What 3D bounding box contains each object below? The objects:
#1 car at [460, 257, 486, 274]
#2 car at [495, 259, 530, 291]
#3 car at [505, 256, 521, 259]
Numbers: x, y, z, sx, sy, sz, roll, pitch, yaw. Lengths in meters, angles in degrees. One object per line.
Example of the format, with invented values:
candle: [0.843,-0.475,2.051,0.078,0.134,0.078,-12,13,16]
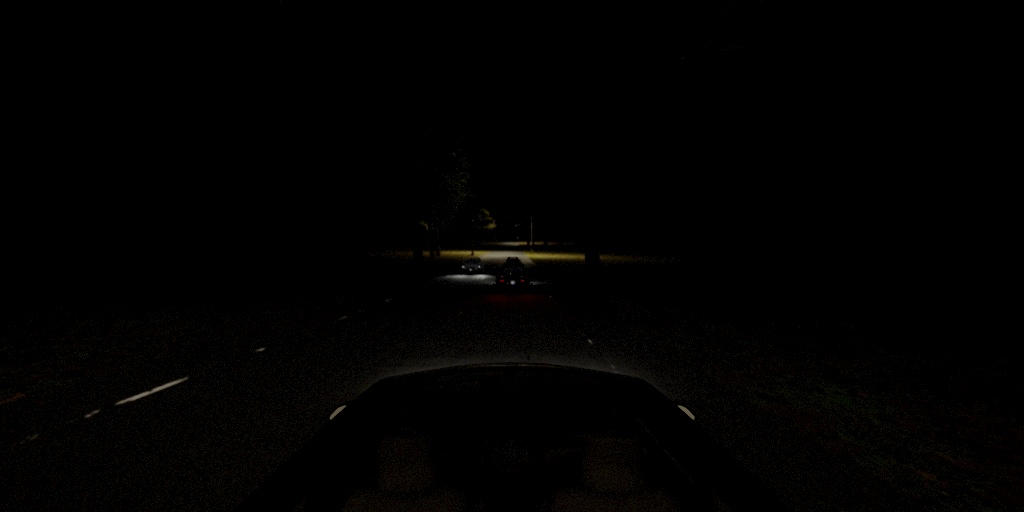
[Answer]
car: [-3.497,0.856,32.796,1.812,1.442,4.674,0,1,0]
car: [0.055,1.090,20.092,1.812,1.442,4.674,0,1,1]
car: [0.105,0.727,39.933,1.994,1.385,4.181,0,2,0]
